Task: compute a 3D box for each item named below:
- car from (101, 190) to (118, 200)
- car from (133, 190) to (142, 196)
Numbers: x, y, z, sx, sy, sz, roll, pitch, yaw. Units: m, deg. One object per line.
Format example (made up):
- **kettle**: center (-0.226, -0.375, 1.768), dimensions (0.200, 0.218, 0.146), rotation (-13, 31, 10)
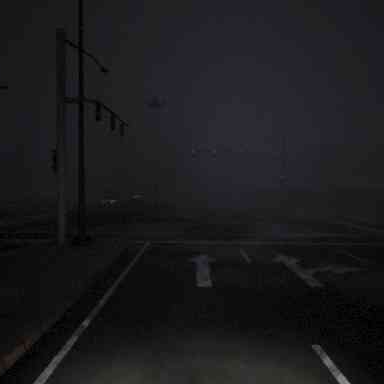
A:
- **car**: center (-15.021, 0.479, 60.695), dimensions (2.097, 1.767, 4.553), rotation (0, 0, 0)
- **car**: center (-14.879, 0.239, 90.648), dimensions (2.128, 1.511, 4.902), rotation (0, 1, 0)
